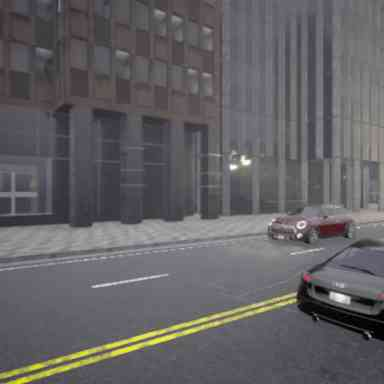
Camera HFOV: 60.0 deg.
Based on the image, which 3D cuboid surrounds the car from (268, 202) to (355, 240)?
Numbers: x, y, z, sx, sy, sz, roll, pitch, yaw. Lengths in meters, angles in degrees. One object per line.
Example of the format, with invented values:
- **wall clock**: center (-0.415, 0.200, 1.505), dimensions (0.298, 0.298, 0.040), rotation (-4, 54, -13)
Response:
- **car**: center (5.684, 1.375, 15.721), dimensions (4.553, 1.767, 2.097), rotation (0, 0, -35)

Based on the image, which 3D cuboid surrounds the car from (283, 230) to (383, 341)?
- **car**: center (3.871, 1.577, 6.199), dimensions (4.181, 1.385, 1.994), rotation (0, 0, -36)
